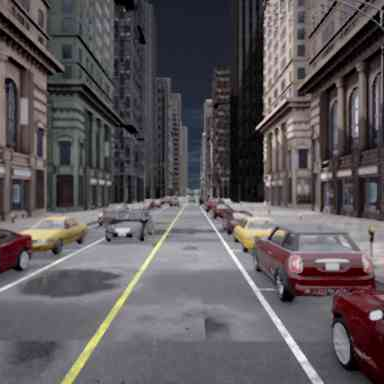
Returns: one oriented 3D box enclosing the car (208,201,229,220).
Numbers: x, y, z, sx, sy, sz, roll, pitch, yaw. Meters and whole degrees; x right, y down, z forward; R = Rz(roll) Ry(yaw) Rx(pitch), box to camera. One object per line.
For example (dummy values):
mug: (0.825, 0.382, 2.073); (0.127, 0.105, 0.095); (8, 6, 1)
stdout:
car: (2.780, 1.782, 30.889); (1.887, 1.381, 4.507); (0, 0, 0)

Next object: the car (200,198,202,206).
car: (2.794, 1.978, 53.295); (1.947, 1.339, 4.313); (0, 0, 0)

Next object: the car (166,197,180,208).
car: (-3.009, 1.999, 58.285); (2.033, 1.411, 5.357); (0, 0, 1)

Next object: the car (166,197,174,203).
car: (-5.710, 2.117, 86.908); (1.967, 1.590, 4.097); (0, 0, 0)

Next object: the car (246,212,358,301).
car: (2.765, 1.506, 8.483); (1.967, 1.590, 4.097); (0, 0, 0)

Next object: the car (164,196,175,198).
car: (-5.718, 1.903, 75.706); (2.192, 1.841, 5.009); (0, 0, 0)

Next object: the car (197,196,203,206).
car: (2.436, 1.737, 65.729); (2.150, 2.045, 5.566); (0, 0, 0)

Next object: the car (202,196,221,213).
car: (2.786, 1.640, 42.094); (2.192, 1.841, 5.009); (0, 0, 0)

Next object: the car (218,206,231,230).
car: (2.773, 1.734, 19.686); (1.802, 1.307, 4.206); (0, 0, 0)

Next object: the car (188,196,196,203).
car: (0.055, 2.118, 85.143); (1.895, 1.301, 4.718); (0, 0, 0)

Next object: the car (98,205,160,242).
car: (-3.088, 1.624, 17.184); (2.128, 1.511, 4.902); (0, 0, 0)

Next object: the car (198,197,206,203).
car: (2.819, 2.160, 92.507); (1.967, 1.590, 4.097); (0, 0, 0)

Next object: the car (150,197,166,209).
car: (-5.731, 1.957, 53.295); (1.887, 1.381, 4.507); (0, 0, 0)

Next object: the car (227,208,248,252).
car: (2.769, 1.635, 14.254); (1.752, 1.417, 4.829); (0, 0, 0)

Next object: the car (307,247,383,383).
car: (2.762, 1.568, 2.881); (1.887, 1.381, 4.507); (0, 0, 0)

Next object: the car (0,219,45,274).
car: (-5.759, 1.611, 8.479); (1.887, 1.381, 4.507); (0, 0, 0)

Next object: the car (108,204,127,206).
car: (-5.749, 1.635, 25.287); (1.967, 1.590, 4.097); (0, 0, 0)

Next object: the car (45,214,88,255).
car: (-5.756, 1.633, 13.912); (1.752, 1.417, 4.829); (0, 0, 0)
